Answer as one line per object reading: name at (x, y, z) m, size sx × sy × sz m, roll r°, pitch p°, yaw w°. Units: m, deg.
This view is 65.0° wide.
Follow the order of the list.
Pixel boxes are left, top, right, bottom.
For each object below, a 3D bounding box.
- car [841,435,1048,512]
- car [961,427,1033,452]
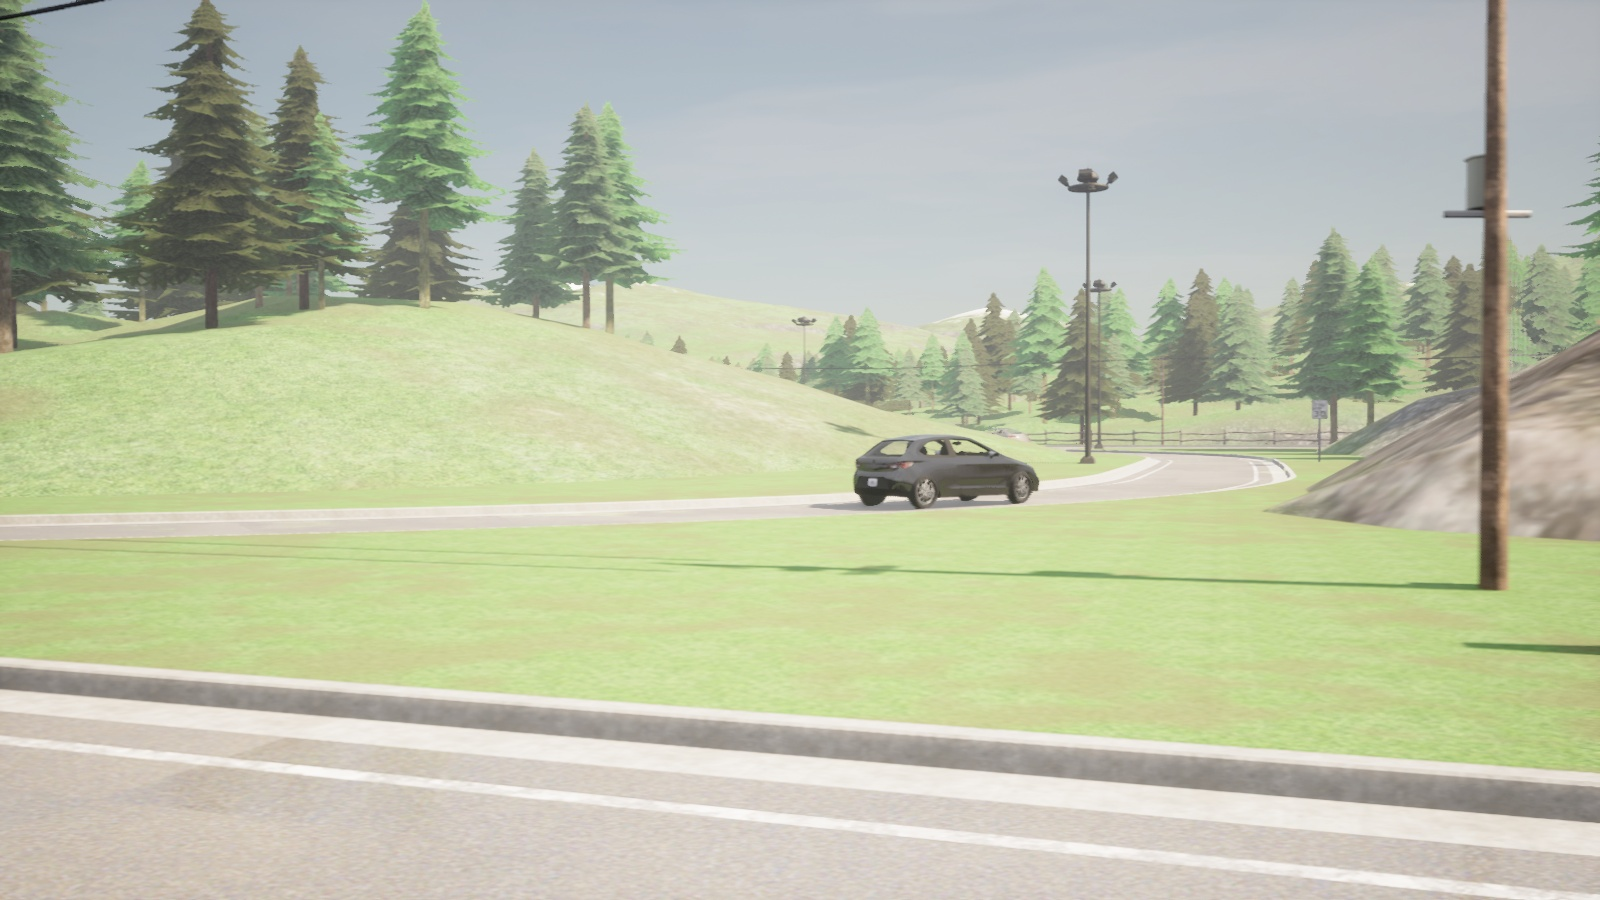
car at (3.056, 0.433, 26.137) m, size 4.193 × 1.474 × 1.816 m, roll 0°, pitch 1°, yaw -38°
car at (13.775, -0.754, 88.117) m, size 2.152 × 1.651 × 5.027 m, roll 0°, pitch 1°, yaw -35°
